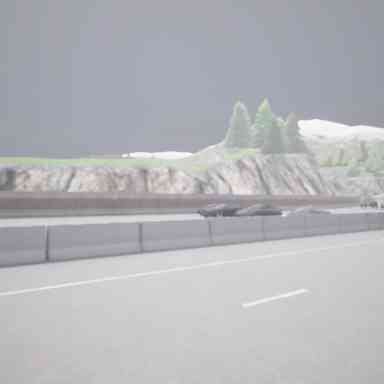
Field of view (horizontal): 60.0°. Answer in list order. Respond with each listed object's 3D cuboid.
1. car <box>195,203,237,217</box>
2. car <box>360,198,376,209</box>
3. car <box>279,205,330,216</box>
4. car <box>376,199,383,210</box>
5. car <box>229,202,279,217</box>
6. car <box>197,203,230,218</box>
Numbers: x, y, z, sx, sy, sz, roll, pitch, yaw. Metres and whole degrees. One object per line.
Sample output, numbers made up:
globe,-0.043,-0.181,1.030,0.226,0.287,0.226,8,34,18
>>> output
car,2.578,1.892,35.909,4.181,1.385,1.994,1,-1,-36
car,33.824,2.135,63.439,2.150,2.045,5.566,0,-1,41
car,9.862,1.880,28.202,4.674,1.442,1.812,1,-1,-36
car,35.165,2.444,59.585,2.128,1.511,4.902,0,-1,41
car,6.024,1.824,29.766,4.892,1.490,1.837,1,0,-36
car,3.245,1.782,32.078,5.008,1.535,1.882,1,-1,-36
